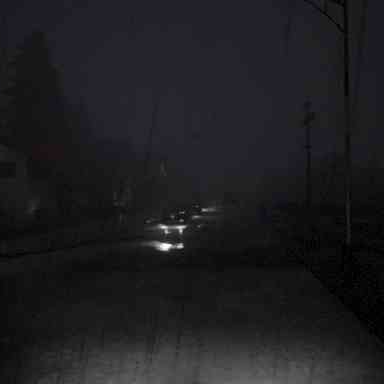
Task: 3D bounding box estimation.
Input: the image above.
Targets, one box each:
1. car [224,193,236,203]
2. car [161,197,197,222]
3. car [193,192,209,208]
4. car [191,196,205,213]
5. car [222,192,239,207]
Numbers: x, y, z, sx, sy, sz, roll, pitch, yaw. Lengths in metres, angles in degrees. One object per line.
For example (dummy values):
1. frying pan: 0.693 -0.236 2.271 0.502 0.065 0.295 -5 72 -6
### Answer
1. car: 6.956 1.085 61.630 2.097 1.767 4.553 -1 0 6
2. car: -1.094 1.443 25.607 2.128 1.511 4.902 -1 0 6
3. car: 1.150 1.086 45.935 2.150 2.045 5.566 -1 0 7
4. car: 0.000 1.435 35.552 1.812 1.442 4.674 -1 0 6
5. car: 5.595 1.008 48.228 2.150 2.045 5.566 -1 0 6
